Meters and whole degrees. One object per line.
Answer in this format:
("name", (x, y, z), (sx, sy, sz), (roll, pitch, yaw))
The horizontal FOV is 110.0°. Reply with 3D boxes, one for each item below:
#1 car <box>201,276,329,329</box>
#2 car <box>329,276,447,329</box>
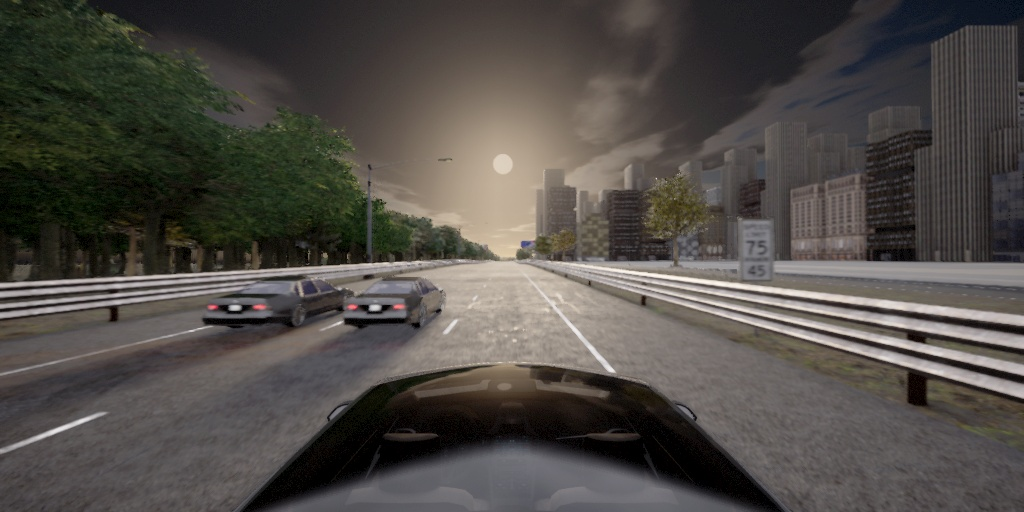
("car", (-6.923, 1.355, 11.469), (2.033, 1.411, 5.357), (0, 0, 0))
("car", (-3.424, 1.353, 11.468), (2.033, 1.411, 5.357), (0, 0, 0))
